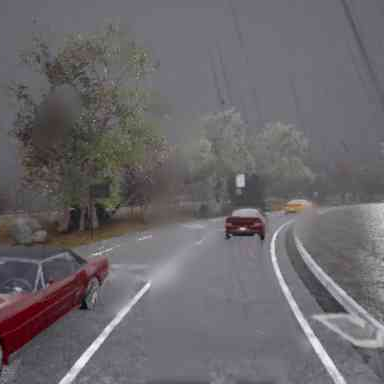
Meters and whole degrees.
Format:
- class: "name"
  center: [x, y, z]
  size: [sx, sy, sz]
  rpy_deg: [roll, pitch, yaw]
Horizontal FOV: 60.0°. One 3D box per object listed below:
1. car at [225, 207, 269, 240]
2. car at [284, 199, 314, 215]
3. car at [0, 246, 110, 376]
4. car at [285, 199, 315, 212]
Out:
- class: "car"
  center: [2.963, 1.521, 17.435]
  size: [1.882, 1.535, 5.008]
  rpy_deg: [-2, -1, 16]
- class: "car"
  center: [10.995, 1.494, 33.998]
  size: [1.882, 1.535, 5.008]
  rpy_deg: [-4, -2, 34]
- class: "car"
  center: [-2.949, 1.624, 5.184]
  size: [1.895, 1.301, 4.718]
  rpy_deg: [0, 0, 5]
- class: "car"
  center: [14.086, 1.713, 43.277]
  size: [1.994, 1.385, 4.181]
  rpy_deg: [-5, -3, 44]
